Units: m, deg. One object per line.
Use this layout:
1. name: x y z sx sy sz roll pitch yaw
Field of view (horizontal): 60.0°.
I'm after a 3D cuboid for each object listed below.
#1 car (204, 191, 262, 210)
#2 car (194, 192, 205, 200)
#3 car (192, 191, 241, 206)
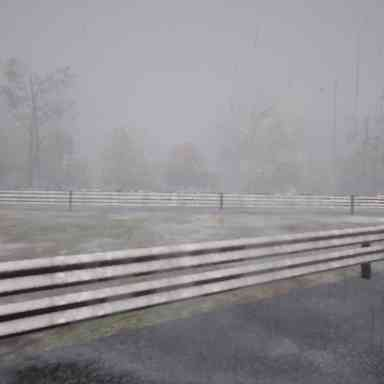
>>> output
1. car: 3.783 0.824 29.215 4.718 1.301 1.895 1 0 -9
2. car: 3.177 0.752 32.657 5.357 1.411 2.033 1 0 -9
3. car: 2.644 0.686 36.132 4.902 1.511 2.128 1 0 -9
